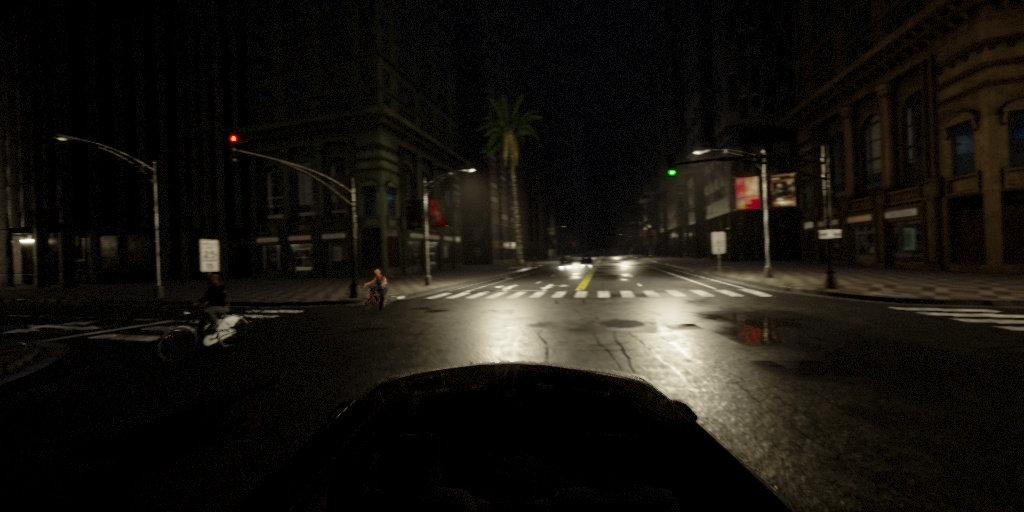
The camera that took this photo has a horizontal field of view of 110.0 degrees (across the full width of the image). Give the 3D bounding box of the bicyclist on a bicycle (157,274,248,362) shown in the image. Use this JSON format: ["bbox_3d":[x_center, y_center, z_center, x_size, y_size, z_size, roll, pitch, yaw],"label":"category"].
[{"bbox_3d":[-6.719,1.281,7.864,0.659,1.776,1.843,-2,0,15],"label":"bicyclist on a bicycle"}]

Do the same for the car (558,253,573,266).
[{"bbox_3d":[9.061,0.763,59.436,2.128,1.511,4.902,-2,0,15],"label":"car"}]

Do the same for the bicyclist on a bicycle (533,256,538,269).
[{"bbox_3d":[2.845,0.919,44.623,0.659,1.776,1.843,-2,0,15],"label":"bicyclist on a bicycle"}]

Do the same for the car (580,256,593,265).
[{"bbox_3d":[12.206,0.717,58.614,1.994,1.385,4.181,-2,0,15],"label":"car"}]

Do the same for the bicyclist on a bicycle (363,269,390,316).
[{"bbox_3d":[-4.882,1.275,12.973,0.866,1.612,1.509,-1,0,16],"label":"bicyclist on a bicycle"}]
